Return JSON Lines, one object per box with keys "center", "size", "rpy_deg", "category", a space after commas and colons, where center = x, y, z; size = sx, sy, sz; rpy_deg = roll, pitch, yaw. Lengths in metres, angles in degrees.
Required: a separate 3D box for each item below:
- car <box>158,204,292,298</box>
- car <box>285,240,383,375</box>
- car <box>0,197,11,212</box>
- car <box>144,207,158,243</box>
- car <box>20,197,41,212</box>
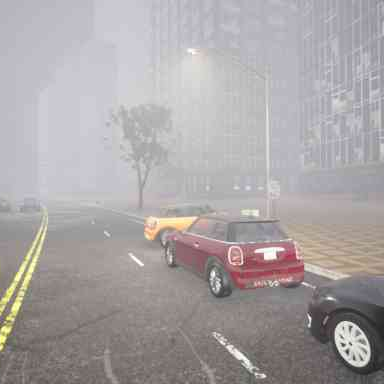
{"center": [0.821, 1.355, 8.916], "size": [2.097, 1.767, 4.553], "rpy_deg": [0, 0, -22], "category": "car"}
{"center": [3.588, 1.505, 3.462], "size": [1.837, 1.490, 4.892], "rpy_deg": [0, 0, -36], "category": "car"}
{"center": [-22.033, 1.390, 38.002], "size": [2.097, 1.767, 4.553], "rpy_deg": [0, 0, -24], "category": "car"}
{"center": [0.247, 1.277, 14.603], "size": [4.553, 1.767, 2.097], "rpy_deg": [-3, 1, -18], "category": "car"}
{"center": [-19.072, 1.393, 39.341], "size": [2.097, 1.767, 4.553], "rpy_deg": [0, 0, -24], "category": "car"}
